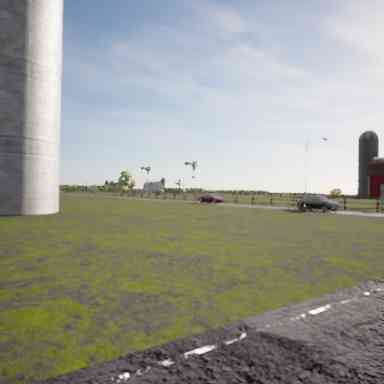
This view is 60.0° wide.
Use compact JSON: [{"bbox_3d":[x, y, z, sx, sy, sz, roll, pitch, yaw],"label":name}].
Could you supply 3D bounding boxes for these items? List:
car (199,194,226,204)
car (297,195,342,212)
[{"bbox_3d":[3.045,1.038,50.347,1.882,1.535,5.008,1,0,-36],"label":"car"},{"bbox_3d":[13.651,1.169,35.667,2.097,1.767,4.553,1,0,-36],"label":"car"}]
